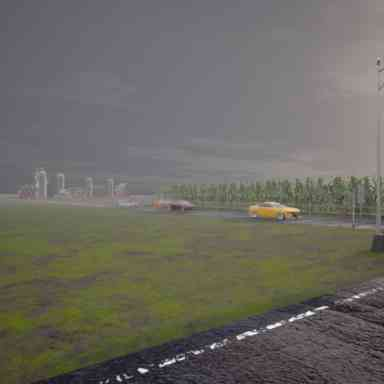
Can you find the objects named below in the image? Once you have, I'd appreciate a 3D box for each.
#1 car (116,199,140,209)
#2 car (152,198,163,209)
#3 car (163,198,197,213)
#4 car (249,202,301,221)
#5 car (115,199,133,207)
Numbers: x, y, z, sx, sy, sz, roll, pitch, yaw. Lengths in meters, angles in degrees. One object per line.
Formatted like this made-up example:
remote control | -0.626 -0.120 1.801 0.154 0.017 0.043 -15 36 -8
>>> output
car | -10.504 2.064 55.770 1.895 1.301 4.718 0 -1 -34
car | -4.466 1.765 51.975 2.097 1.767 4.553 0 -1 -34
car | -1.319 1.789 42.124 1.882 1.535 5.008 0 -1 -34
car | 7.253 1.650 29.543 1.882 1.535 5.008 0 -1 -34
car | -13.329 2.123 64.969 1.994 1.385 4.181 0 -1 -34
